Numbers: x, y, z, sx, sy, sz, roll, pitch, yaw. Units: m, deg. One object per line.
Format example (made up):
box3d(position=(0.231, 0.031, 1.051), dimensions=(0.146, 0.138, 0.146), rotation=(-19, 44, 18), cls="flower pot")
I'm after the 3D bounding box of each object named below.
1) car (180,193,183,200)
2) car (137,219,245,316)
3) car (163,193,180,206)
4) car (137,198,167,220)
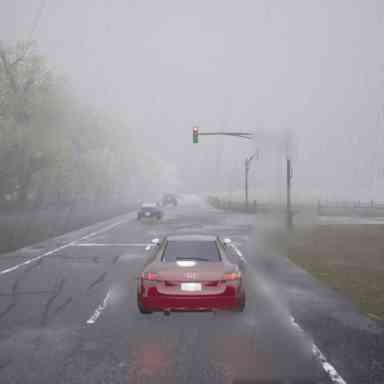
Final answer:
box3d(position=(-3.655, 1.226, 89.979), dimensions=(2.150, 2.045, 5.566), rotation=(0, 0, 0), cls="car")
box3d(position=(-0.010, 1.566, 7.611), dimensions=(1.994, 1.385, 4.181), rotation=(0, 0, 0), cls="car")
box3d(position=(-3.492, 1.228, 53.877), dimensions=(2.150, 2.045, 5.566), rotation=(0, 0, 0), cls="car")
box3d(position=(-3.455, 1.532, 28.138), dimensions=(1.812, 1.442, 4.674), rotation=(0, 0, 0), cls="car")
